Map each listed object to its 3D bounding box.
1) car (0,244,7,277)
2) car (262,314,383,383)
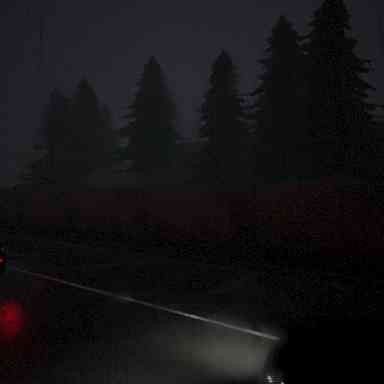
[{"bbox_3d":[-6.660,1.525,8.740,4.674,1.442,1.812,0,0,36],"label":"car"},{"bbox_3d":[2.830,1.506,1.972,4.892,1.490,1.837,0,0,36],"label":"car"}]
